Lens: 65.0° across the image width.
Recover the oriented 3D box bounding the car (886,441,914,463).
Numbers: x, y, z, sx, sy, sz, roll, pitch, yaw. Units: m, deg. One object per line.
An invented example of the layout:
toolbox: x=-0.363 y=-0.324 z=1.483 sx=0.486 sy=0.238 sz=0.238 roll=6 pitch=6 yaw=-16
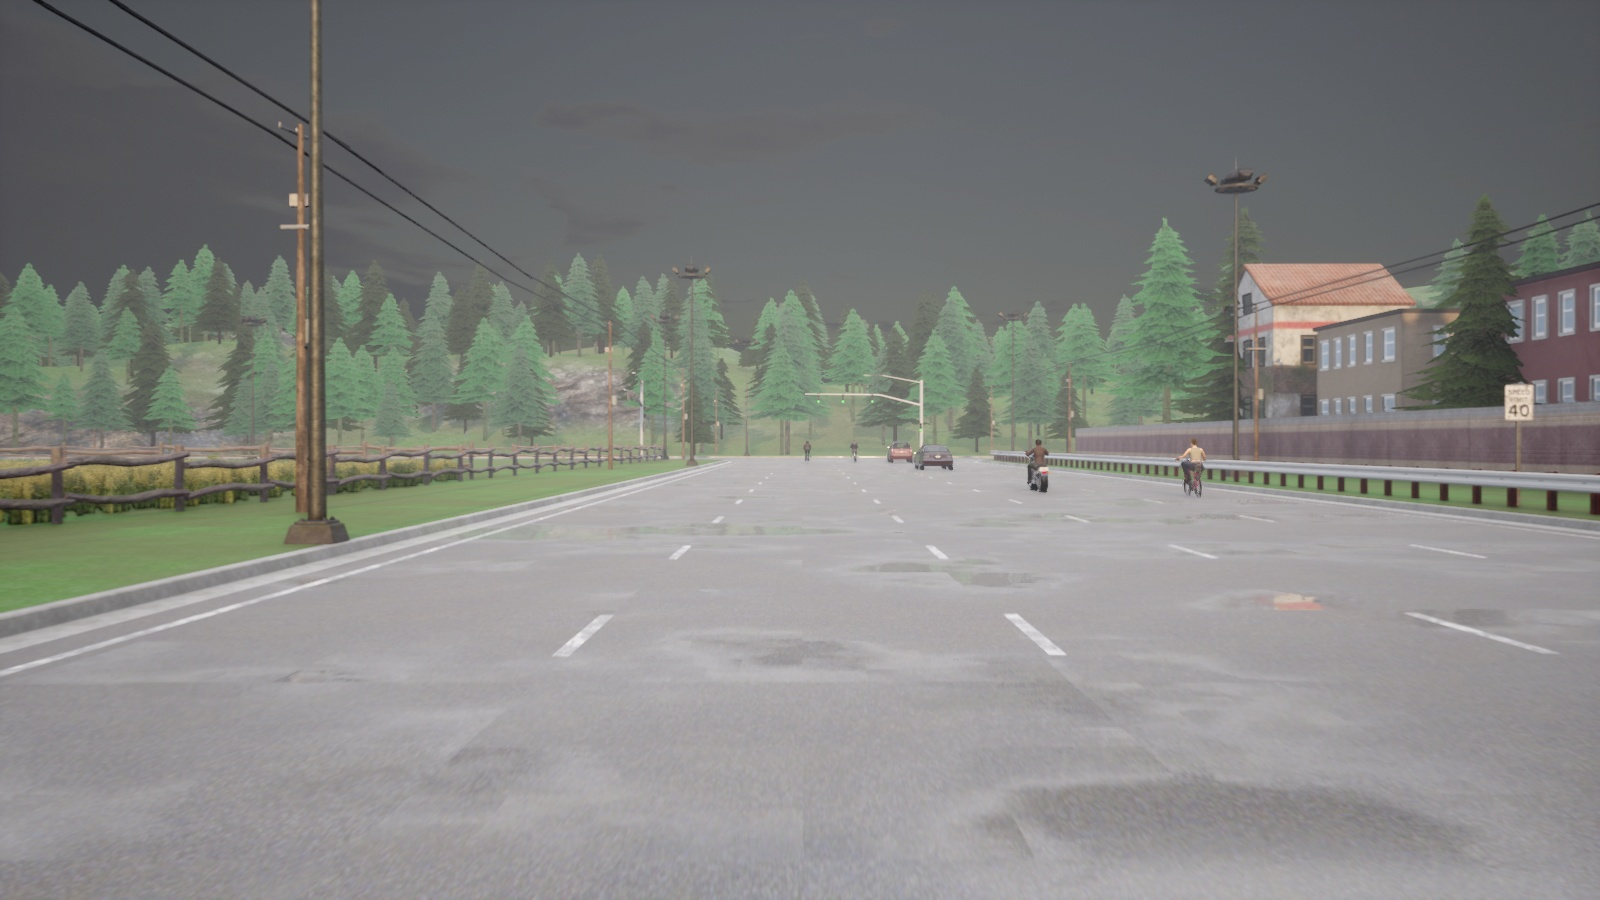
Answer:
car: x=7.557 y=0.115 z=95.092 sx=1.851 sy=1.617 sz=3.988 roll=0 pitch=0 yaw=0

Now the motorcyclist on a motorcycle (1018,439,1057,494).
motorcyclist on a motorcycle: x=7.234 y=0.487 z=38.313 sx=0.766 sy=1.649 sz=2.350 roll=0 pitch=0 yaw=0

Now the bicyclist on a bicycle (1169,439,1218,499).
bicyclist on a bicycle: x=10.706 y=0.499 z=34.244 sx=0.866 sy=1.612 sz=1.509 roll=0 pitch=0 yaw=1

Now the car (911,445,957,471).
car: x=7.414 y=0.406 z=69.901 sx=2.033 sy=1.411 sz=5.357 roll=0 pitch=0 yaw=0
